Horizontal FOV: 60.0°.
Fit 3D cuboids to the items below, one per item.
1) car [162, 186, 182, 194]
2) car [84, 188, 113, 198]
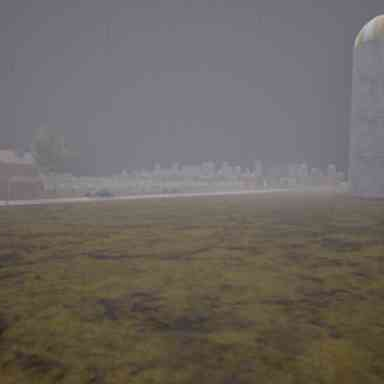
[{"bbox_3d":[-3.703,-0.391,62.511,1.994,1.385,4.181,2,3,36],"label":"car"},{"bbox_3d":[-13.652,0.163,48.878,1.994,1.385,4.181,2,3,36],"label":"car"}]
